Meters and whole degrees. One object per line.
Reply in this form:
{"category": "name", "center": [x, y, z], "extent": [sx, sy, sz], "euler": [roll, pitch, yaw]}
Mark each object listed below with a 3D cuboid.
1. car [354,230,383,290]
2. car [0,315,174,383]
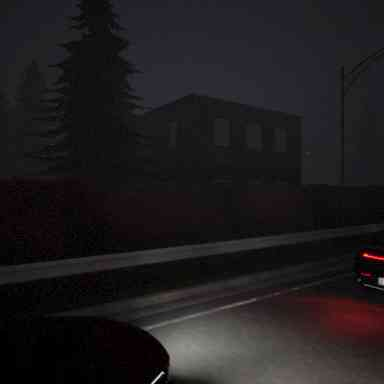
{"category": "car", "center": [5.751, 1.504, 7.848], "extent": [4.892, 1.490, 1.837], "euler": [0, 0, -35]}
{"category": "car", "center": [-2.289, 1.526, 2.119], "extent": [4.674, 1.442, 1.812], "euler": [0, 0, -36]}
